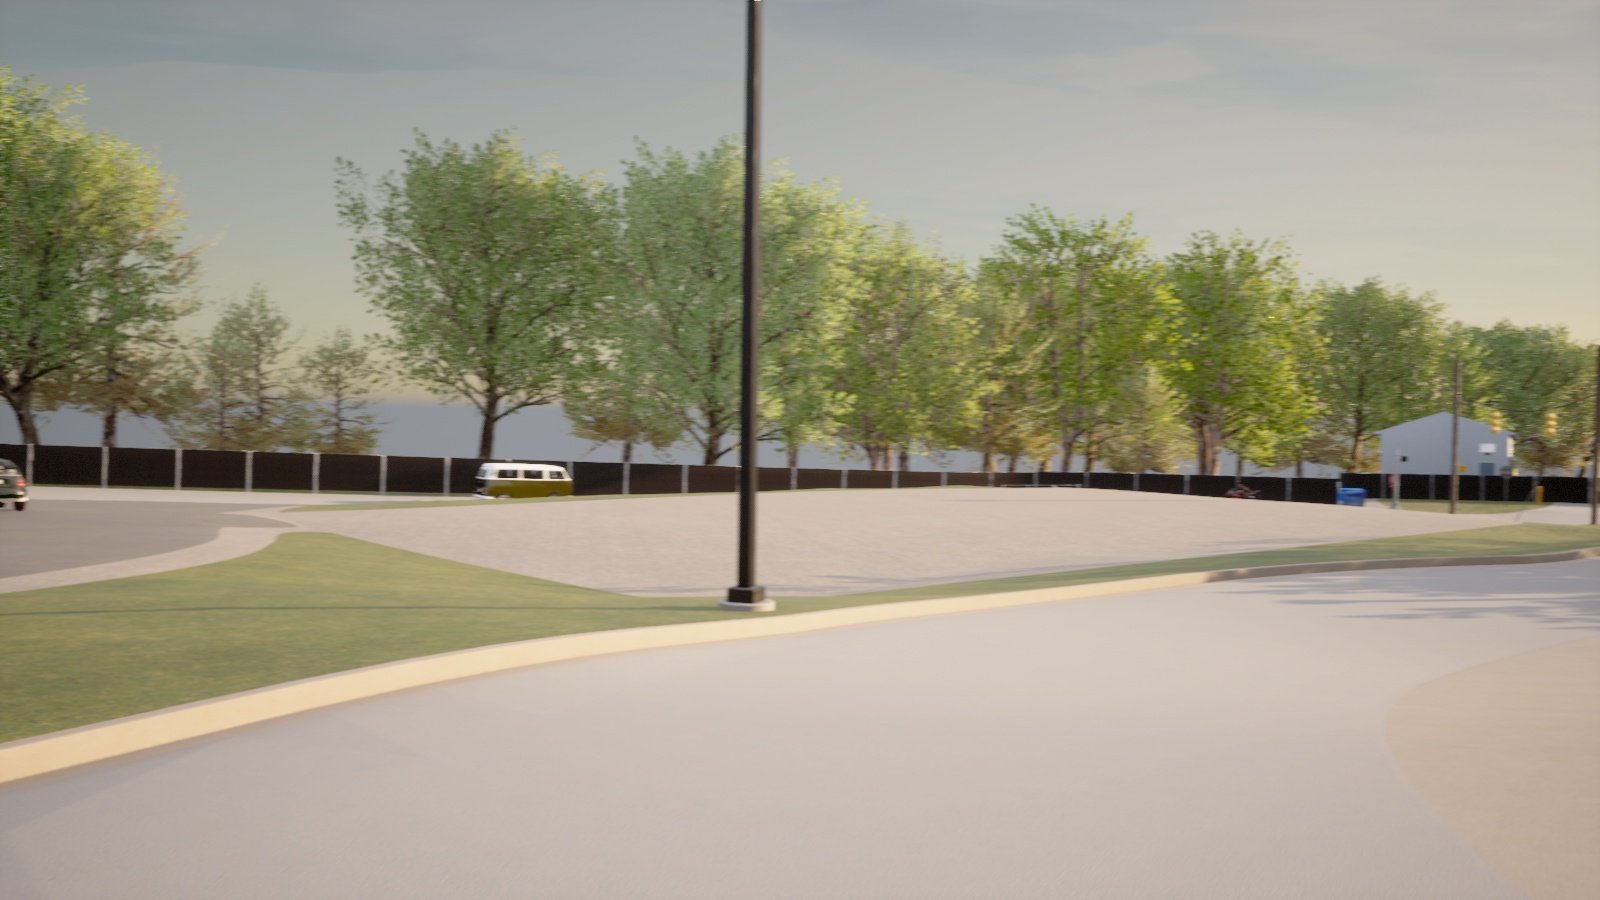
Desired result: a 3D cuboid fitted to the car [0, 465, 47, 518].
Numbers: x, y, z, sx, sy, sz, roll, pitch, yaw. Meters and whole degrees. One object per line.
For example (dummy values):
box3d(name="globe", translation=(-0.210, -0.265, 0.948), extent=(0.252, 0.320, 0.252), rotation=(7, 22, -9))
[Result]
box3d(name="car", translation=(-24.316, 1.228, 38.051), extent=(1.789, 1.549, 3.705), rotation=(2, -1, -43))

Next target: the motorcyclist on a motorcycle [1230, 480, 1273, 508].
box3d(name="motorcyclist on a motorcycle", translation=(26.570, 2.575, 73.983), extent=(2.191, 1.530, 0.866), rotation=(1, 2, 0))

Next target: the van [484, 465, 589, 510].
box3d(name="van", translation=(-12.650, 1.788, 60.359), extent=(4.480, 2.038, 2.069), rotation=(1, 1, -31))
